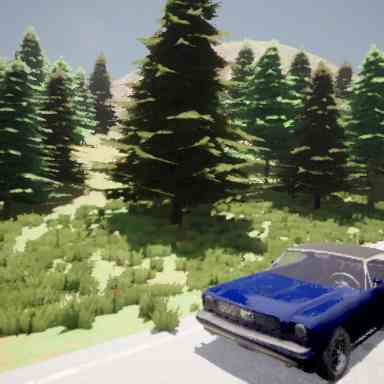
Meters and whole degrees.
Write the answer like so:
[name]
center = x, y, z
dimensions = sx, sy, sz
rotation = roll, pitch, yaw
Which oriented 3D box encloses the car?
[car]
center = 2.300, 1.637, 5.718
dimensions = 4.718, 1.301, 1.895
rotation = 0, 0, -43
